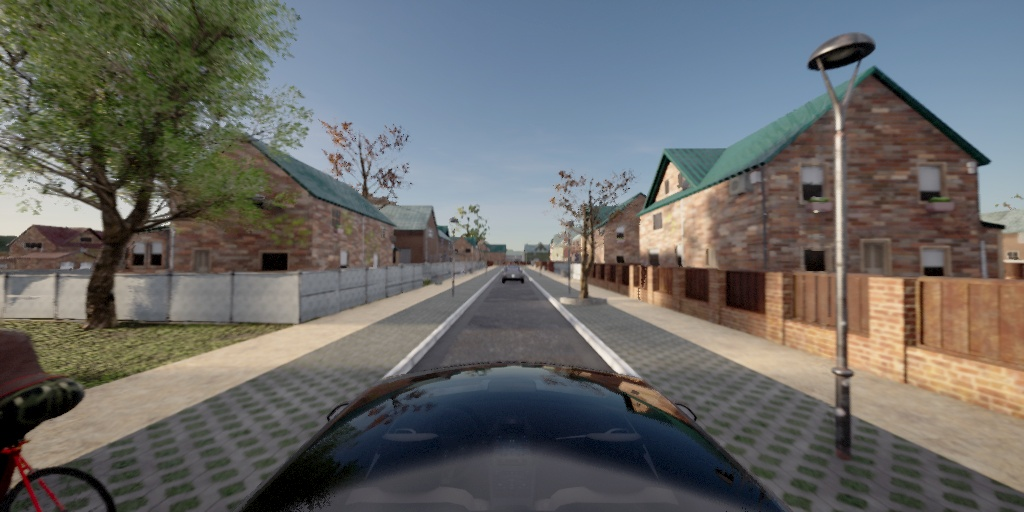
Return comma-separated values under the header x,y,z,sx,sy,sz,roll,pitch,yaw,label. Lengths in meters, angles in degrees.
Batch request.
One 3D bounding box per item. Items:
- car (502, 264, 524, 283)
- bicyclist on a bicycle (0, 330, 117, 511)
x,y,z,sx,sy,sz,roll,pitch,yaw,label
0.101,1.675,32.466,1.994,1.385,4.181,0,-1,0,car
-3.071,1.086,2.047,1.656,1.620,0.582,-1,-1,0,bicyclist on a bicycle
